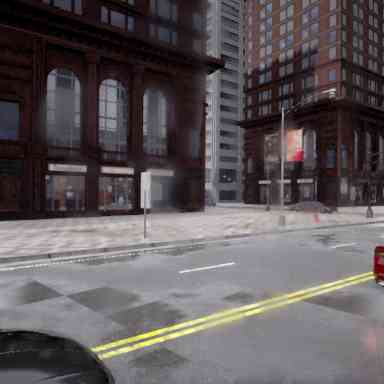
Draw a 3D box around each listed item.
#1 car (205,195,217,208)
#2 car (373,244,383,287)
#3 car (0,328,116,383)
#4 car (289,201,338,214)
[{"bbox_3d":[1.629,1.491,53.751,2.150,2.045,5.566,1,-1,-35],"label":"car"},{"bbox_3d":[6.285,1.489,7.913,5.008,1.535,1.882,0,0,-35],"label":"car"},{"bbox_3d":[-2.719,1.490,1.508,4.902,1.511,2.128,0,0,-35],"label":"car"},{"bbox_3d":[13.422,1.724,37.136,2.033,1.411,5.357,1,-1,-35],"label":"car"}]
